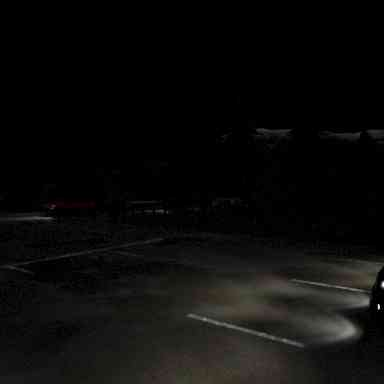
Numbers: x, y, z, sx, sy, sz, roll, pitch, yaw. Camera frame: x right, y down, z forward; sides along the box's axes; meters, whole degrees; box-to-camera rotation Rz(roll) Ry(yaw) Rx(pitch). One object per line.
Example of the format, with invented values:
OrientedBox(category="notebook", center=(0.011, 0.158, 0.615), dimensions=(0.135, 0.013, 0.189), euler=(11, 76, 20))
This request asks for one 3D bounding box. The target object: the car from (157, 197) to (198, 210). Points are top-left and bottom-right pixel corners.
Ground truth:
OrientedBox(category="car", center=(-2.026, 1.419, 40.727), dimensions=(4.892, 1.490, 1.837), euler=(1, 0, -42))

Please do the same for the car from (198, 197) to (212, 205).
OrientedBox(category="car", center=(0.850, 1.430, 47.878), dimensions=(4.674, 1.442, 1.812), euler=(0, 0, -39))

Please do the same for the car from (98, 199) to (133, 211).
OrientedBox(category="car", center=(-9.278, 1.493, 38.340), dimensions=(1.895, 1.301, 4.718), euler=(0, 0, 43))

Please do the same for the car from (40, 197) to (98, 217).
OrientedBox(category="car", center=(-11.300, 1.263, 30.173), dimensions=(2.097, 1.767, 4.553), euler=(0, 0, 38))

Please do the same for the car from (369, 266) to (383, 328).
OrientedBox(category="car", center=(5.064, 1.352, 4.633), dimensions=(4.553, 1.767, 2.097), euler=(0, 0, 36))
